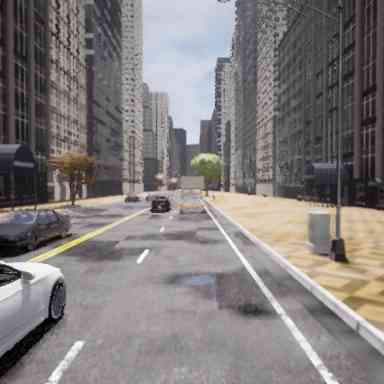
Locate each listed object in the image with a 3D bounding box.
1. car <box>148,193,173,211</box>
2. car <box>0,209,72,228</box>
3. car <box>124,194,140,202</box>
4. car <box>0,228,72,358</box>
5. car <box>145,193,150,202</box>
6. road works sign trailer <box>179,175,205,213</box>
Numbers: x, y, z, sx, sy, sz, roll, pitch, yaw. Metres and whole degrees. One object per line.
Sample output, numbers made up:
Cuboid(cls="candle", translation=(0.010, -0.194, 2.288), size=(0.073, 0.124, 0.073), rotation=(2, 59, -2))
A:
Cuboid(cls="car", translation=(-3.158, 1.145, 34.964), size=(1.837, 1.490, 4.892), rotation=(0, 1, 0))
Cuboid(cls="car", translation=(-6.603, 1.407, 13.510), size=(2.033, 1.411, 5.357), rotation=(0, 1, 0))
Cuboid(cls="car", translation=(-9.801, 1.001, 54.827), size=(1.994, 1.385, 4.181), rotation=(0, 1, 1))
Cuboid(cls="car", translation=(-3.151, 1.482, 4.053), size=(1.812, 1.442, 4.674), rotation=(0, 1, 0))
Cuboid(cls="car", translation=(-6.564, 0.929, 54.858), size=(2.128, 1.511, 4.902), rotation=(0, 1, 0))
Cuboid(cls="road works sign trailer", translation=(0.009, 0.139, 31.598), size=(2.380, 3.560, 2.880), rotation=(0, 1, 1))
